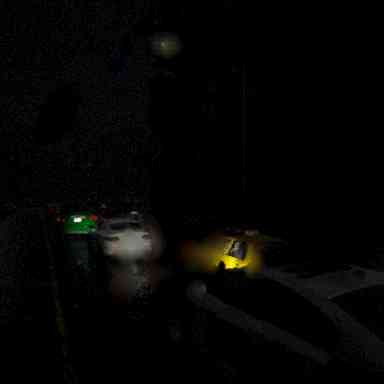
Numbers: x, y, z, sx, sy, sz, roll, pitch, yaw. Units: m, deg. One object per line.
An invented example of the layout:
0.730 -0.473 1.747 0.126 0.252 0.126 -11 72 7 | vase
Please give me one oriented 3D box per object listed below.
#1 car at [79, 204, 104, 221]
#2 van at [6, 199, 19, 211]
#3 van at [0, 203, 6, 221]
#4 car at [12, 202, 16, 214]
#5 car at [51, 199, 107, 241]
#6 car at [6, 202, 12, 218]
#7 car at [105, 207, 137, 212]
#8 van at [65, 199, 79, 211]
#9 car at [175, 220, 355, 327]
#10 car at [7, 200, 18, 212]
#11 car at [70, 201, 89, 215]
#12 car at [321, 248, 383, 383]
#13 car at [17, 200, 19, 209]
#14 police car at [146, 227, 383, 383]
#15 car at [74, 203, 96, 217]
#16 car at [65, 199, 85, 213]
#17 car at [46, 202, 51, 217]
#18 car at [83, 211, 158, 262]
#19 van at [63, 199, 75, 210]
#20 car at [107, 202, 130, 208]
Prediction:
-10.022 1.947 32.904 1.752 1.417 4.829 0 -1 -25 | car
-29.032 2.130 53.910 1.690 1.788 3.998 0 -1 -25 | van
-17.702 1.777 29.198 1.690 1.788 3.998 0 -1 -25 | van
-22.232 2.142 39.080 1.947 1.339 4.313 0 -1 -25 | car
-6.042 1.459 18.408 2.150 2.045 5.566 0 -1 -13 | car
-19.896 2.029 33.984 1.752 1.417 4.829 0 -1 -25 | car
-3.223 1.740 18.076 1.752 1.417 4.829 0 -1 -25 | car
-19.017 2.043 52.521 1.690 1.788 3.998 0 -1 -25 | van
1.309 1.603 8.192 1.752 1.417 4.829 0 -1 -25 | car
-24.428 2.170 43.869 1.752 1.417 4.829 0 -1 -25 | car
-14.484 2.000 42.635 1.967 1.590 4.097 0 -1 -25 | car
3.646 1.552 3.095 1.887 1.381 4.507 0 -1 -25 | car
-26.765 2.158 48.966 1.967 1.590 4.097 0 -1 -25 | car
1.187 1.460 3.964 1.930 1.638 5.238 0 -1 -25 | police car
-12.217 2.034 37.692 1.887 1.381 4.507 0 -1 -25 | car
-16.751 1.946 47.579 2.192 1.841 5.009 0 -1 -25 | car
-15.785 2.006 38.896 1.882 1.535 5.008 0 -1 -24 | car
-2.924 1.684 12.957 1.812 1.442 4.674 0 -1 -25 | car
-21.283 2.114 57.463 1.690 1.788 3.998 0 -1 -25 | van
-5.420 1.596 22.866 2.192 1.841 5.009 0 -1 -25 | car
